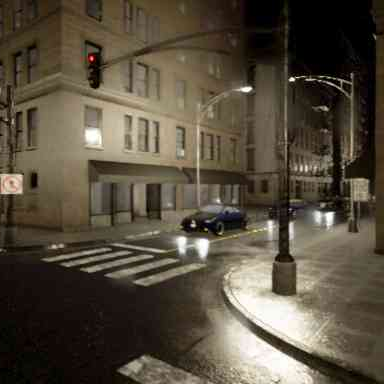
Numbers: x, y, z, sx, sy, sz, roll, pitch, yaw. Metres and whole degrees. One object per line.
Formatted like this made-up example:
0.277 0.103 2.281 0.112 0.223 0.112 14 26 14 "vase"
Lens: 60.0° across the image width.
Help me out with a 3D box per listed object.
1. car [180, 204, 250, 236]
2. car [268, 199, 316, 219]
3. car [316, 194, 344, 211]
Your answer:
1.263 1.335 16.959 1.994 1.385 4.181 0 1 37 "car"
7.506 1.245 25.122 1.895 1.301 4.718 0 1 37 "car"
13.840 1.009 33.384 2.128 1.511 4.902 0 1 37 "car"
